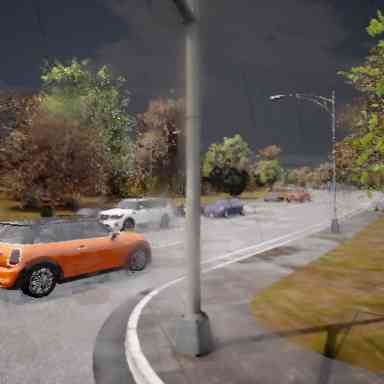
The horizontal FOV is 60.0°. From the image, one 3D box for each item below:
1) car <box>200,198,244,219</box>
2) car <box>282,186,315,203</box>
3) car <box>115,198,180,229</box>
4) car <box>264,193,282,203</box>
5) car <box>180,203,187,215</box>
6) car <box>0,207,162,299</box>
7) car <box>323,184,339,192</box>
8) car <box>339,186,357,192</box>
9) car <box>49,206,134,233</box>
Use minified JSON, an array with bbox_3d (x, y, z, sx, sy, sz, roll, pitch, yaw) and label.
[{"bbox_3d":[2.925,1.357,30.065,2.097,1.767,4.553,-1,1,35],"label":"car"},{"bbox_3d":[15.128,0.438,47.133,2.150,2.045,5.566,-1,2,36],"label":"car"},{"bbox_3d":[-3.458,1.403,21.073,2.150,2.045,5.566,-1,0,35],"label":"car"},{"bbox_3d":[12.167,0.814,49.015,1.994,1.385,4.181,-1,2,36],"label":"car"},{"bbox_3d":[0.087,1.599,32.112,1.994,1.385,4.181,-1,1,35],"label":"car"},{"bbox_3d":[-3.190,1.466,9.180,2.097,1.767,4.553,-1,-1,35],"label":"car"},{"bbox_3d":[34.417,-1.058,81.283,2.097,1.767,4.553,0,2,5],"label":"car"},{"bbox_3d":[37.719,-0.843,79.572,2.033,1.411,5.357,0,2,5],"label":"car"},{"bbox_3d":[-6.640,1.764,22.632,2.033,1.411,5.357,-1,0,35],"label":"car"}]
